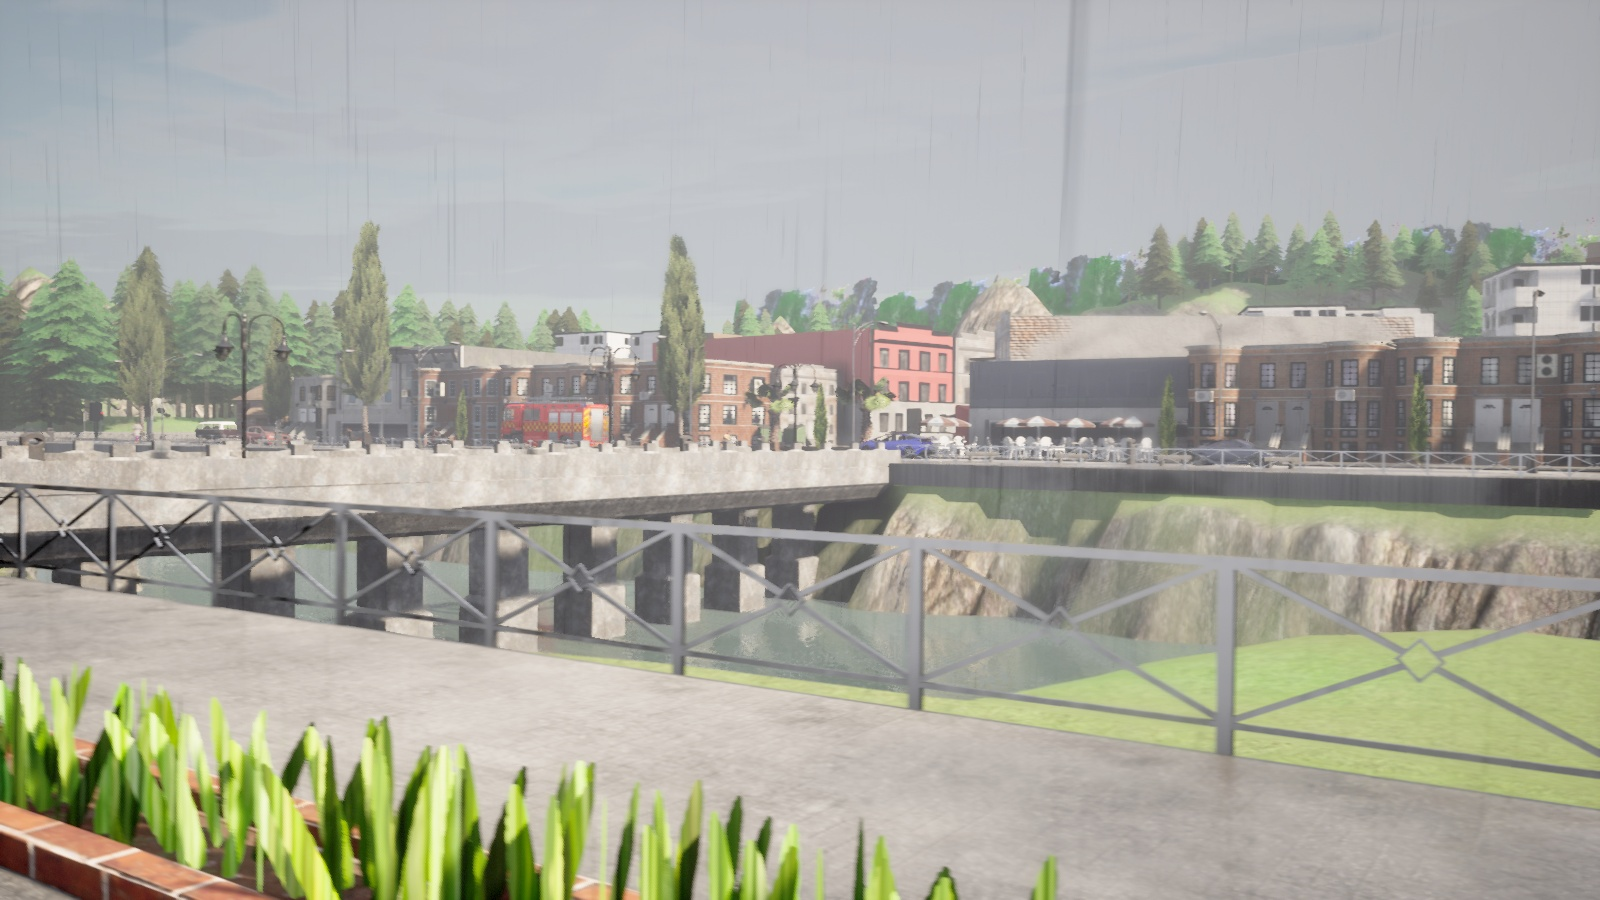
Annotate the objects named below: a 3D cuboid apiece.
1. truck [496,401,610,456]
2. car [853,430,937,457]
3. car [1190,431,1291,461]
[{"bbox_3d":[-17.771,-1.501,90.003,8.468,3.827,2.891,0,1,34],"label":"truck"},{"bbox_3d":[5.617,-0.390,74.514,4.514,1.525,2.007,0,1,34],"label":"car"},{"bbox_3d":[20.884,-0.207,59.594,4.181,1.385,1.994,0,1,34],"label":"car"}]
